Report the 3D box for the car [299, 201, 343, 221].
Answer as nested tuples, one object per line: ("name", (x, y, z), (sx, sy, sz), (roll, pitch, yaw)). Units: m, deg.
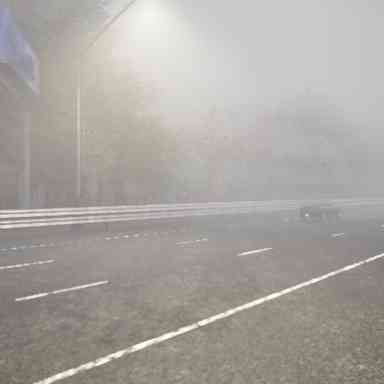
("car", (10.609, 1.499, 27.204), (4.892, 1.490, 1.837), (0, 0, -43))
